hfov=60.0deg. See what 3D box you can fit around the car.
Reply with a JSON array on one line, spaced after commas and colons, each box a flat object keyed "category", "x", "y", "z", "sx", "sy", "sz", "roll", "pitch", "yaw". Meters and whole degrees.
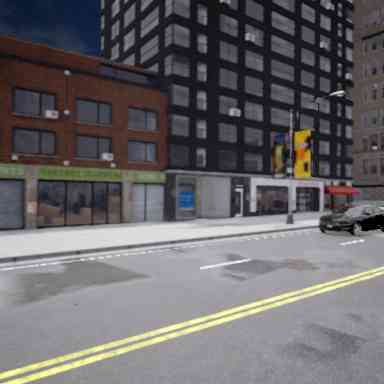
[{"category": "car", "x": 8.894, "y": 1.418, "z": 17.994, "sx": 5.008, "sy": 1.535, "sz": 1.882, "roll": 0, "pitch": 0, "yaw": -35}]
